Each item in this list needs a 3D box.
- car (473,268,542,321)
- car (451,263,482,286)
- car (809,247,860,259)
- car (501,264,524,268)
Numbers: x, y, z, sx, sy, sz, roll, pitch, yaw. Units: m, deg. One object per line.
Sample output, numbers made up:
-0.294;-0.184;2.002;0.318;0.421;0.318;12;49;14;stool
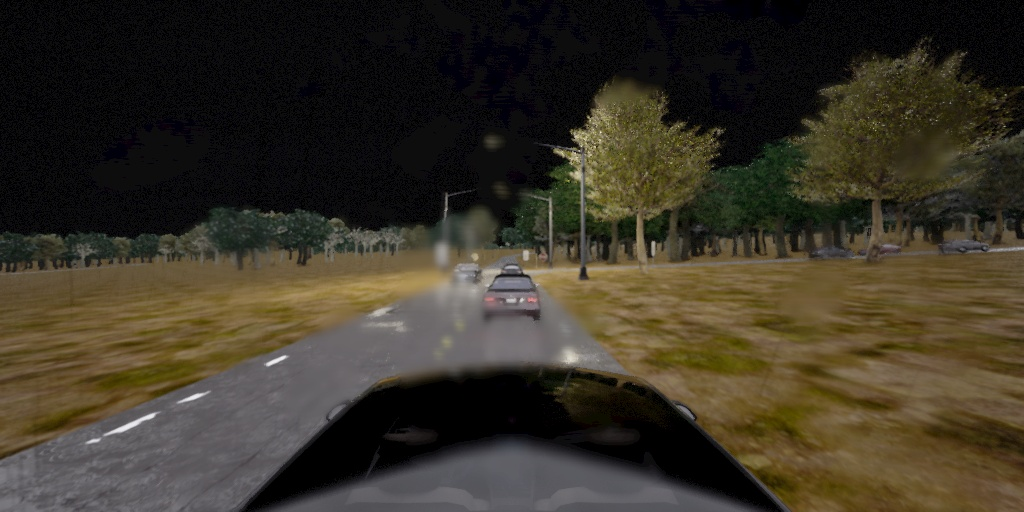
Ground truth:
0.029;1.320;12.552;2.033;1.411;5.357;0;0;0;car
-3.116;1.293;25.531;2.128;1.511;4.902;0;0;0;car
37.667;-0.342;42.267;4.181;1.385;1.994;-3;0;0;car
0.006;1.333;29.262;1.812;1.442;4.674;0;0;0;car
